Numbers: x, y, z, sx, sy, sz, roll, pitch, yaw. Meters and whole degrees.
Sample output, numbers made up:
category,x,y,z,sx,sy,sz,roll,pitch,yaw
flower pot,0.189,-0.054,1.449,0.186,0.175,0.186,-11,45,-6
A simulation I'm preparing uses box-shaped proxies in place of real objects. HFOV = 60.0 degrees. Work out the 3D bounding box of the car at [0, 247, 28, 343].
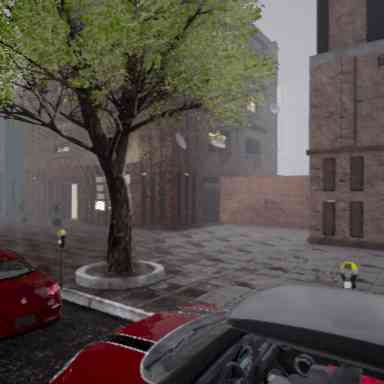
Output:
category,x,y,z,sx,sy,sz,roll,pitch,yaw
car,-3.908,1.570,5.657,4.206,1.307,1.802,0,0,35

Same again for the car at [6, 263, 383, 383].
category,x,y,z,sx,sy,sz,roll,pitch,yaw
car,0.732,1.439,2.350,4.097,1.590,1.967,0,0,35
